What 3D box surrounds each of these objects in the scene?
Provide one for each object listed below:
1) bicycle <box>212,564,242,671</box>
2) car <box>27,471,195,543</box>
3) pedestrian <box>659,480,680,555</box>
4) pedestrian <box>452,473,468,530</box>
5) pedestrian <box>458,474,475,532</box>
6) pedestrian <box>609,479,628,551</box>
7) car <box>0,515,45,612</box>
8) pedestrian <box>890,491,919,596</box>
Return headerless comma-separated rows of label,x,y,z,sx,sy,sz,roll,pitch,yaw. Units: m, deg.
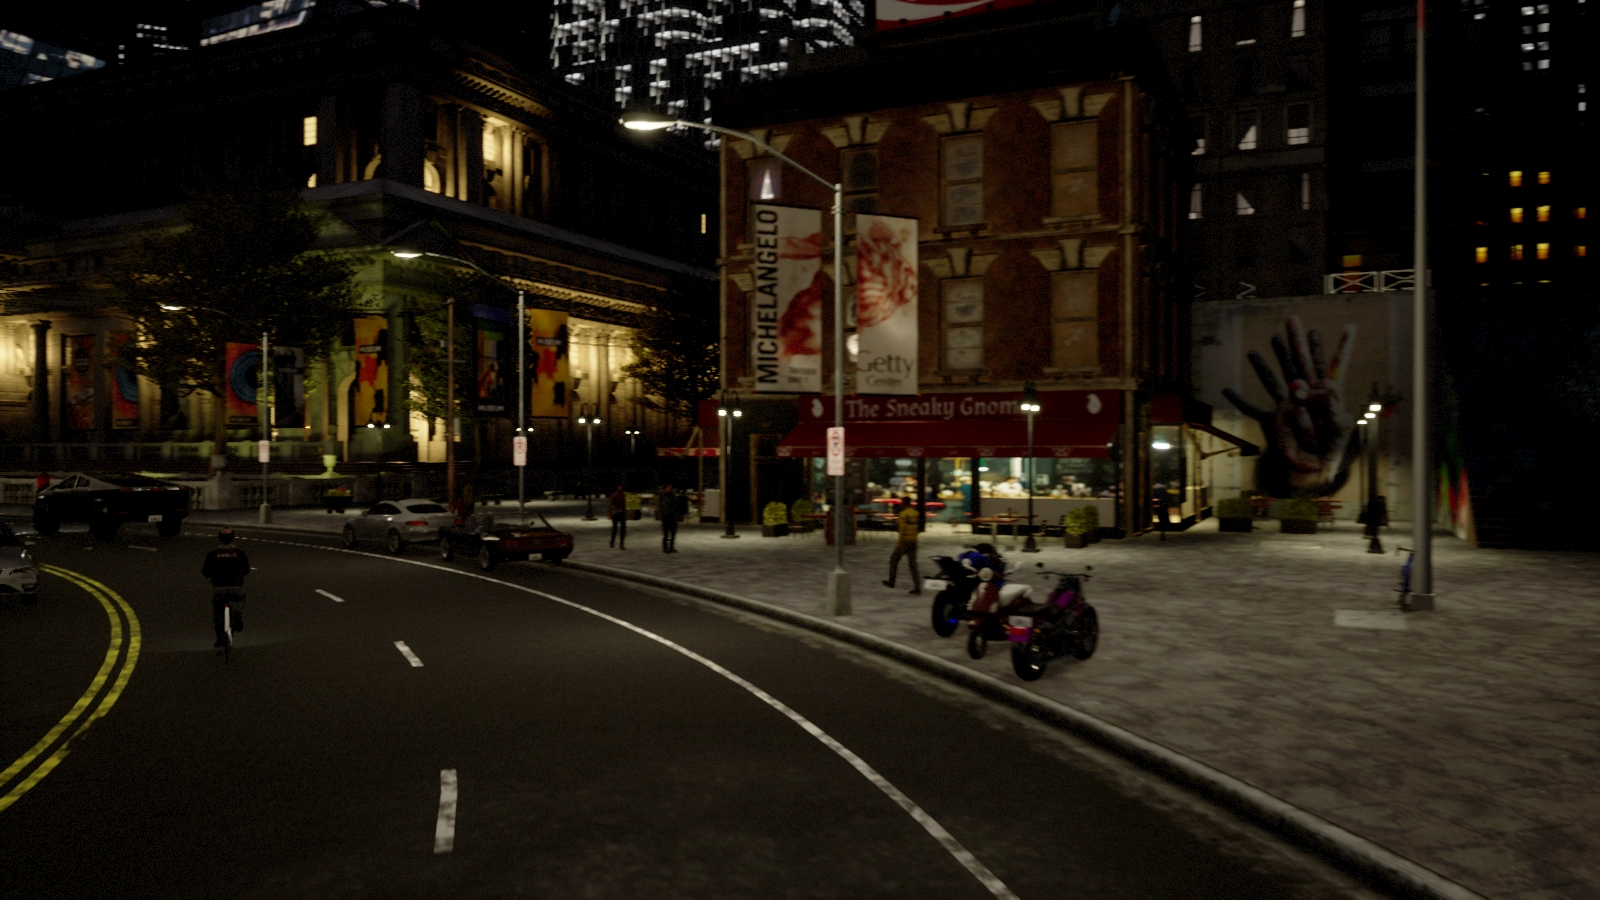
bicycle,-7.738,2.218,15.440,0.329,1.171,1.835,0,0,-26
car,-22.565,1.776,37.300,6.274,2.098,2.390,0,0,35
pedestrian,-3.296,1.701,28.832,0.375,1.860,0.375,0,0,-37
pedestrian,-11.300,1.706,38.014,0.375,1.860,0.375,0,0,14
pedestrian,-10.847,1.707,37.185,0.375,1.860,0.375,0,0,29
pedestrian,-4.793,1.703,30.184,0.375,1.860,0.375,0,0,-33
car,-15.412,2.081,21.331,1.816,1.474,4.193,0,0,-39
pedestrian,1.909,1.695,20.815,0.375,1.860,0.375,0,0,-37
